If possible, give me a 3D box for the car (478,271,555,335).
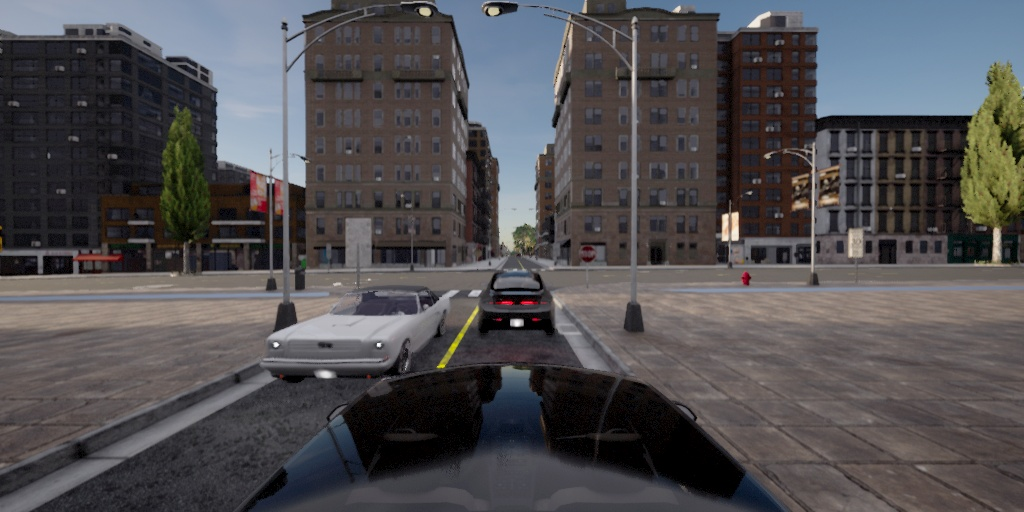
[{"bbox_3d":[0.125,1.164,10.183,1.837,1.490,4.892,0,1,0],"label":"car"}]

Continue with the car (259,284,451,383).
[{"bbox_3d":[-2.541,1.293,7.118,1.895,1.301,4.718,0,1,1],"label":"car"}]
